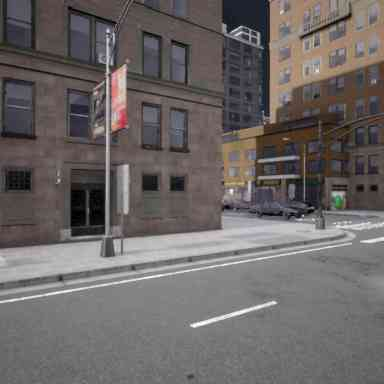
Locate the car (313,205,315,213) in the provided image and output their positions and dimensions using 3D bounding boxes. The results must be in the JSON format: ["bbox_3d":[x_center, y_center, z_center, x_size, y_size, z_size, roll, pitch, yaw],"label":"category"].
[{"bbox_3d":[10.545,1.580,34.298,1.947,1.339,4.313,0,0,-35],"label":"car"}]

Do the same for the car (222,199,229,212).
[{"bbox_3d":[1.645,1.592,37.379,1.895,1.301,4.718,0,0,-35],"label":"car"}]

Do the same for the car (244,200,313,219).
[{"bbox_3d":[7.428,1.541,29.170,2.033,1.411,5.357,0,0,-37],"label":"car"}]

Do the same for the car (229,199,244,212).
[{"bbox_3d":[4.597,1.494,38.284,2.128,1.511,4.902,0,0,-35],"label":"car"}]

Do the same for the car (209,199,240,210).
[{"bbox_3d":[4.182,1.594,43.298,1.802,1.307,4.206,0,0,-35],"label":"car"}]
